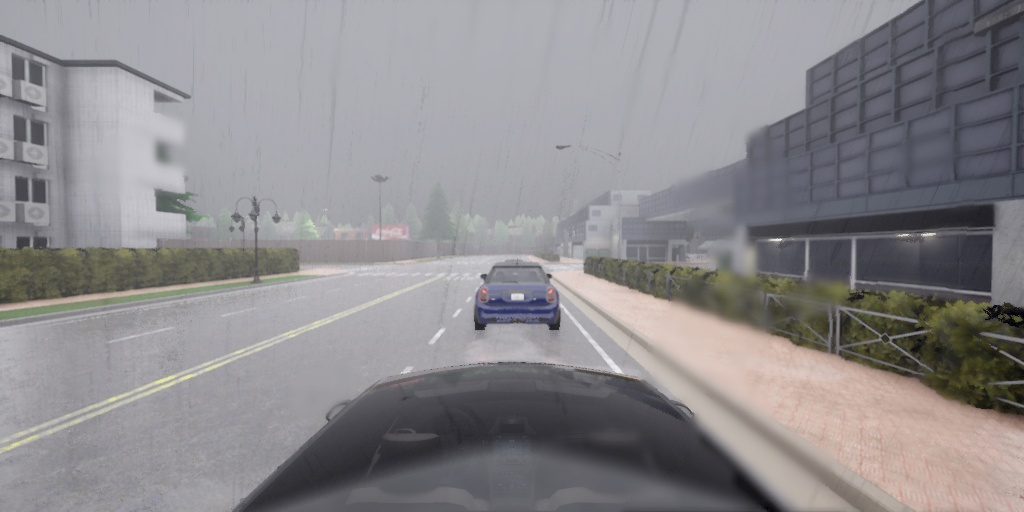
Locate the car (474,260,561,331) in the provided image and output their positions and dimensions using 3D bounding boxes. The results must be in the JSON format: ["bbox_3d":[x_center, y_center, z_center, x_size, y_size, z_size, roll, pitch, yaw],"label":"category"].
[{"bbox_3d":[0.126,0.924,10.413,2.097,1.767,4.553,0,1,0],"label":"car"}]
